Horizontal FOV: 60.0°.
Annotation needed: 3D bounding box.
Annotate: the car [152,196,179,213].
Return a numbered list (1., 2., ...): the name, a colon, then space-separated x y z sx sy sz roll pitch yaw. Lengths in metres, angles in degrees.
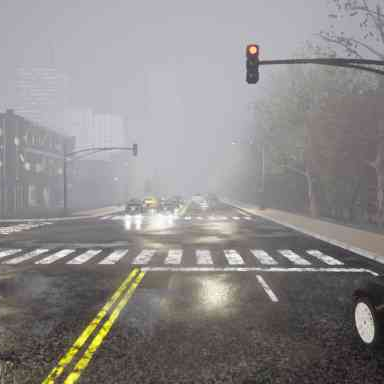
1. car: -2.831 1.480 36.692 2.128 1.511 4.902 0 0 -2

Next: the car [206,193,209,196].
1. car: 4.419 1.195 76.625 2.150 2.045 5.566 0 0 1

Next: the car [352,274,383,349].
1. car: 3.396 1.477 3.207 1.882 1.535 5.008 0 0 1

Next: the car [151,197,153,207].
1. car: -5.886 1.462 45.876 1.882 1.535 5.008 0 0 1

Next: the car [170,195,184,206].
1. car: -2.473 1.332 56.490 2.097 1.767 4.553 0 0 1

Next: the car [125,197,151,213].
1. car: -6.048 1.480 36.364 2.128 1.511 4.902 0 0 -1

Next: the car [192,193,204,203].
1. car: 1.110 1.195 66.129 2.150 2.045 5.566 0 0 1

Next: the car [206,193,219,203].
1. car: 4.359 1.480 66.162 1.837 1.490 4.892 0 0 1

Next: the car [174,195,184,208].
1. car: -2.631 1.476 46.199 2.128 1.511 4.902 0 0 1

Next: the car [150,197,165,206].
1. car: -5.716 1.544 55.927 1.994 1.385 4.181 0 0 2

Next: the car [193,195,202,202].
1. car: 1.169 1.509 76.751 2.033 1.411 5.357 0 0 1
